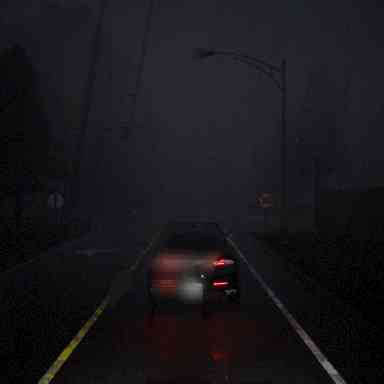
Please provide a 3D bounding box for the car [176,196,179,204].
[{"bbox_3d":[-3.577,1.478,54.752,1.882,1.535,5.008,0,0,0],"label":"car"}]

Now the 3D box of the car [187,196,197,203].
[{"bbox_3d":[0.010,1.491,69.553,2.128,1.511,4.902,0,0,0],"label":"car"}]

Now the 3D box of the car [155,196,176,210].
[{"bbox_3d":[-3.590,1.548,43.037,2.033,1.411,5.357,0,0,0],"label":"car"}]

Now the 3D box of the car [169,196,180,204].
[{"bbox_3d":[-3.514,1.506,66.952,1.837,1.490,4.892,0,0,0],"label":"car"}]

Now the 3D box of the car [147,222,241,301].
[{"bbox_3d":[0.055,1.492,8.322,2.128,1.511,4.902,0,0,0],"label":"car"}]
